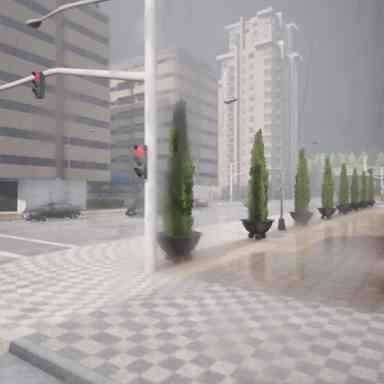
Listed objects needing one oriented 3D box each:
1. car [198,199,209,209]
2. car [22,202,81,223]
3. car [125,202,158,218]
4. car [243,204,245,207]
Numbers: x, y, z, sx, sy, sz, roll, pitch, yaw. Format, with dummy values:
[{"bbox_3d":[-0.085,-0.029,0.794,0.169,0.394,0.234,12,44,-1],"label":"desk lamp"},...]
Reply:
[{"bbox_3d":[0.578,1.565,43.607,1.812,1.442,4.674,0,0,34],"label":"car"},{"bbox_3d":[-11.098,1.565,26.626,1.812,1.442,4.674,0,0,34],"label":"car"},{"bbox_3d":[-4.160,1.606,30.576,1.994,1.385,4.181,0,0,35],"label":"car"},{"bbox_3d":[9.324,1.607,50.051,1.994,1.385,4.181,0,0,35],"label":"car"}]
